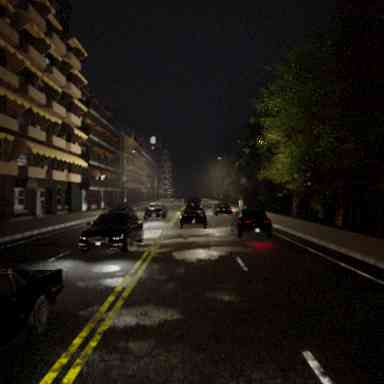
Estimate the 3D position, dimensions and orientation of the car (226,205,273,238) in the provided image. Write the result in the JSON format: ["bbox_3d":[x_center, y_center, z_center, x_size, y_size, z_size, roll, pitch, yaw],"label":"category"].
[{"bbox_3d":[3.272,1.672,18.957,1.837,1.490,4.892,0,0,0],"label":"car"}]

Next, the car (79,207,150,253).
[{"bbox_3d":[-3.285,1.631,14.390,1.837,1.490,4.892,0,-1,2],"label":"car"}]

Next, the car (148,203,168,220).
[{"bbox_3d":[-3.291,1.768,31.271,2.128,1.511,4.902,0,-1,1],"label":"car"}]

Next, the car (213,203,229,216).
[{"bbox_3d":[3.322,1.876,37.046,2.033,1.411,5.357,0,0,0],"label":"car"}]

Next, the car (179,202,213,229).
[{"bbox_3d":[0.095,1.700,23.540,2.128,1.511,4.902,0,0,0],"label":"car"}]

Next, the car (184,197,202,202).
[{"bbox_3d":[0.090,1.611,43.607,2.150,2.045,5.566,0,0,0],"label":"car"}]

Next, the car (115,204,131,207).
[{"bbox_3d":[-6.542,1.840,31.242,1.994,1.385,4.181,0,-1,1],"label":"car"}]

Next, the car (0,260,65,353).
[{"bbox_3d":[-3.342,1.637,4.065,1.895,1.301,4.718,0,-1,0],"label":"car"}]
